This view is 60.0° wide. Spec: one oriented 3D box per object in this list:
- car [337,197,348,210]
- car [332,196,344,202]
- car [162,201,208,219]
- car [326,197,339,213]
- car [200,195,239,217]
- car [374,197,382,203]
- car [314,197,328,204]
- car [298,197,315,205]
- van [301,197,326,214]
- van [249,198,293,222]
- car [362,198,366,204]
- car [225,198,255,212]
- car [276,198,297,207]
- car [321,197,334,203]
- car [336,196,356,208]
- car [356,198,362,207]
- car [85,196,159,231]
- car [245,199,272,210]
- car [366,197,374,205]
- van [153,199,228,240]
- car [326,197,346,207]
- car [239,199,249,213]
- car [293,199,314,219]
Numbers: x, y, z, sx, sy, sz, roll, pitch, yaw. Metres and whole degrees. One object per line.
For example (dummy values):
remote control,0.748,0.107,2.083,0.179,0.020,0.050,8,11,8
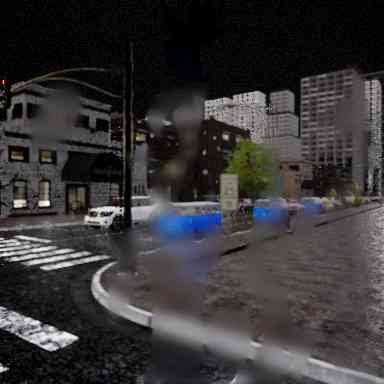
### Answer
car,19.083,1.754,44.655,1.947,1.339,4.313,0,0,35
car,37.618,1.758,85.638,1.967,1.590,4.097,0,0,35
car,-0.554,1.603,31.270,1.752,1.417,4.829,0,0,35
car,16.009,1.696,40.276,1.752,1.417,4.829,0,0,35
car,1.766,1.313,30.056,2.150,2.045,5.566,0,0,36
car,44.467,1.925,80.808,1.947,1.339,4.313,0,0,35
car,28.002,1.774,71.942,1.752,1.417,4.829,0,0,35
car,21.754,1.751,63.043,1.887,1.381,4.507,0,0,35
van,12.738,1.494,35.618,1.690,1.788,3.998,0,0,35
van,6.392,1.460,26.580,1.690,1.788,3.998,0,0,35
car,28.700,1.773,58.353,1.752,1.417,4.829,0,0,35
car,5.890,1.552,40.449,1.967,1.590,4.097,0,0,35
car,15.408,1.711,54.005,1.887,1.381,4.507,0,0,35
car,31.272,1.838,76.600,1.947,1.339,4.313,0,0,35
car,22.257,1.522,49.176,2.192,1.841,5.009,0,0,35
car,25.431,1.542,53.695,2.192,1.841,5.009,0,0,35
car,-4.191,1.285,21.579,2.150,2.045,5.566,0,0,35
car,9.062,1.674,44.968,1.887,1.381,4.507,0,0,35
car,34.948,1.835,67.251,1.887,1.381,4.507,0,0,35
van,0.046,1.431,17.541,1.690,1.788,3.998,0,0,35
car,24.808,1.715,57.319,2.128,1.511,4.902,0,0,35
car,7.770,1.601,38.591,1.882,1.535,5.008,0,0,35
car,9.564,1.680,31.098,1.887,1.381,4.507,0,0,35
